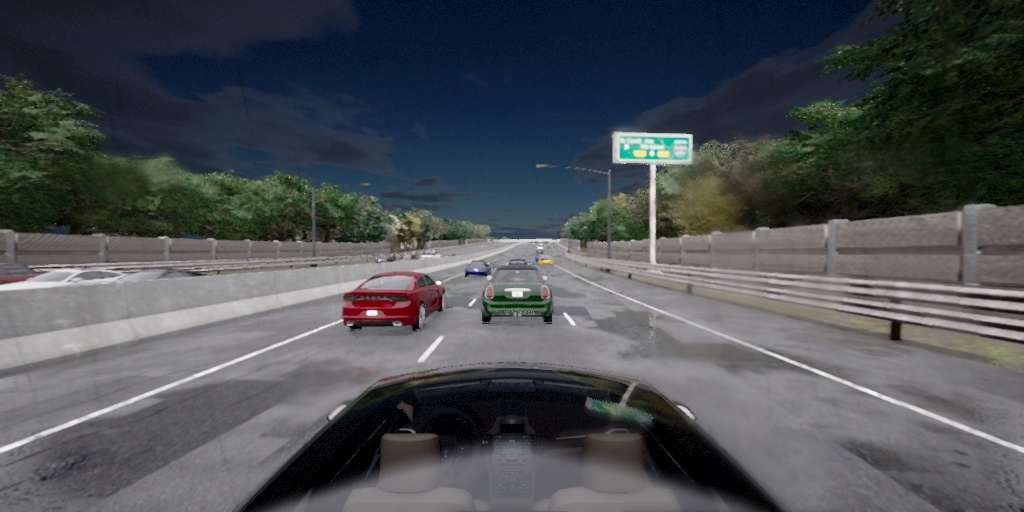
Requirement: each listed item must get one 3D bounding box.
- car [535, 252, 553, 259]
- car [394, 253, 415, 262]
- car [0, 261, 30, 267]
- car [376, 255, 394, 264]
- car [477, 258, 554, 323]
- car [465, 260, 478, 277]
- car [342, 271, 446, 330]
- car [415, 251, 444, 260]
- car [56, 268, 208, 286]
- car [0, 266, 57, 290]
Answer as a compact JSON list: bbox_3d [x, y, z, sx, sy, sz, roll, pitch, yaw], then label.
[{"bbox_3d":[4.445,0.548,47.519,1.882,1.535,5.008,0,1,2],"label":"car"},{"bbox_3d":[-16.239,0.570,56.143,1.812,1.442,4.674,0,2,3],"label":"car"},{"bbox_3d":[-21.013,1.060,13.512,2.097,1.767,4.553,0,0,1],"label":"car"},{"bbox_3d":[-19.732,0.531,56.347,2.128,1.511,4.902,0,2,3],"label":"car"},{"bbox_3d":[0.172,1.075,12.179,2.097,1.767,4.553,0,0,1],"label":"car"},{"bbox_3d":[-2.967,1.072,31.911,1.994,1.385,4.181,0,1,2],"label":"car"},{"bbox_3d":[-3.341,1.205,11.076,1.882,1.535,5.008,0,0,0],"label":"car"},{"bbox_3d":[-12.746,0.266,55.976,2.150,2.045,5.566,0,2,3],"label":"car"},{"bbox_3d":[-14.009,1.233,14.151,1.812,1.442,4.674,0,0,1],"label":"car"},{"bbox_3d":[-17.507,1.231,14.274,1.812,1.442,4.674,0,0,1],"label":"car"}]
